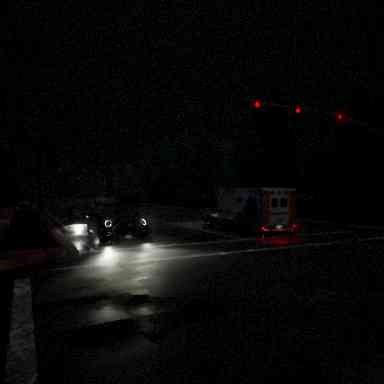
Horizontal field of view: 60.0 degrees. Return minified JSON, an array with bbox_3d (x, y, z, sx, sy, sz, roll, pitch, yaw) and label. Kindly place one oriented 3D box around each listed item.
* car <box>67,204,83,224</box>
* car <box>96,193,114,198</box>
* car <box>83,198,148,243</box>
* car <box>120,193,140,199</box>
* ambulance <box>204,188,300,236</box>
[{"bbox_3d":[-8.237,1.564,25.200,1.994,1.385,4.181,0,0,-27],"label":"car"},{"bbox_3d":[-13.414,1.221,51.201,2.150,2.045,5.566,0,0,-27],"label":"car"},{"bbox_3d":[-3.744,1.352,16.328,2.097,1.767,4.553,0,0,-27],"label":"car"},{"bbox_3d":[-9.718,1.221,51.630,2.150,2.045,5.566,0,0,-26],"label":"car"},{"bbox_3d":[2.948,1.031,18.824,2.351,2.431,6.366,0,0,-27],"label":"ambulance"}]
